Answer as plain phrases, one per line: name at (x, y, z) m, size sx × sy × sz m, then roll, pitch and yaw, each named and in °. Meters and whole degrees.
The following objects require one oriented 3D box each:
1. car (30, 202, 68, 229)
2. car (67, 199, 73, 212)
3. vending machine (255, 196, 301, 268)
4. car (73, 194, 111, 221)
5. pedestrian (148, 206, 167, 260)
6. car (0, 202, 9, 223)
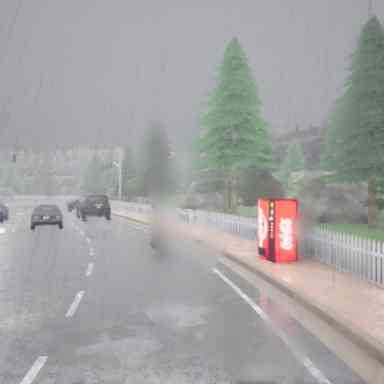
car at (-9.512, 1.544, 21.774) m, size 2.033 × 1.411 × 5.357 m, roll 0°, pitch 0°, yaw -24°
car at (-13.614, 1.498, 39.060) m, size 1.837 × 1.490 × 4.892 m, roll 0°, pitch 0°, yaw -24°
vending machine at (2.660, 1.194, 10.386) m, size 1.100 × 2.100 × 0.880 m, roll 0°, pitch 0°, yaw -13°
car at (-8.167, 1.218, 27.381) m, size 2.150 × 2.045 × 5.566 m, roll 0°, pitch 0°, yaw -25°
pedestrian at (-1.127, 1.292, 10.829) m, size 0.375 × 1.860 × 0.375 m, roll 0°, pitch 0°, yaw -15°
car at (-14.923, 1.474, 24.878) m, size 1.882 × 1.535 × 5.008 m, roll 0°, pitch 0°, yaw -24°
